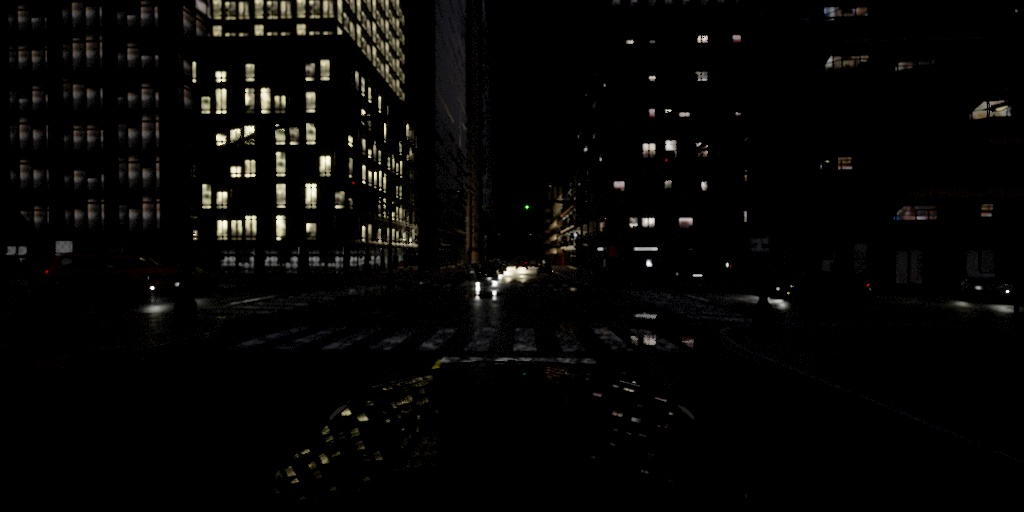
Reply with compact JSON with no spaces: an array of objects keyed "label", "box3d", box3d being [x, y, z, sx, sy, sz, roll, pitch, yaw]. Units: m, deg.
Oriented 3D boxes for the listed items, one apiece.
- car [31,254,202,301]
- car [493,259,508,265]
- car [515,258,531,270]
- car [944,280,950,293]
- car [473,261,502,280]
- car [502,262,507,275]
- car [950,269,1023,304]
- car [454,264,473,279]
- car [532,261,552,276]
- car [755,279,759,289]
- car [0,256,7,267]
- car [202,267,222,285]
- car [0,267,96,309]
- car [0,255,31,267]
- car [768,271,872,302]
[{"label":"car","box3d":[-18.281,0.938,16.769,5.566,2.045,2.150,1,1,2]},{"label":"car","box3d":[-1.703,1.585,54.173,2.128,1.511,4.902,0,0,2]},{"label":"car","box3d":[1.723,1.376,63.067,2.150,2.045,5.566,0,0,2]},{"label":"car","box3d":[27.869,1.608,20.680,4.507,1.381,1.888,0,0,2]},{"label":"car","box3d":[-2.248,1.466,34.288,1.837,1.490,4.892,0,0,2]},{"label":"car","box3d":[-1.975,1.591,44.187,1.994,1.385,4.181,0,0,2]},{"label":"car","box3d":[26.534,1.299,18.134,5.566,2.045,2.150,1,1,3]},{"label":"car","box3d":[-4.786,1.500,36.366,1.751,1.417,4.829,0,0,2]},{"label":"car","box3d":[3.748,1.566,41.963,2.007,1.370,4.403,0,0,2]},{"label":"car","box3d":[16.812,1.518,21.134,4.403,1.370,2.007,0,0,2]},{"label":"car","box3d":[-27.993,0.981,17.169,4.553,1.767,2.097,1,1,2]},{"label":"car","box3d":[-21.136,1.159,22.655,4.829,1.417,1.751,0,0,2]},{"label":"car","box3d":[-19.980,1.278,14.286,4.403,1.370,2.007,0,0,2]},{"label":"car","box3d":[-33.073,0.839,23.181,5.009,1.841,2.192,0,0,2]},{"label":"car","box3d":[15.839,1.550,18.577,4.181,1.385,1.994,1,1,2]}]
